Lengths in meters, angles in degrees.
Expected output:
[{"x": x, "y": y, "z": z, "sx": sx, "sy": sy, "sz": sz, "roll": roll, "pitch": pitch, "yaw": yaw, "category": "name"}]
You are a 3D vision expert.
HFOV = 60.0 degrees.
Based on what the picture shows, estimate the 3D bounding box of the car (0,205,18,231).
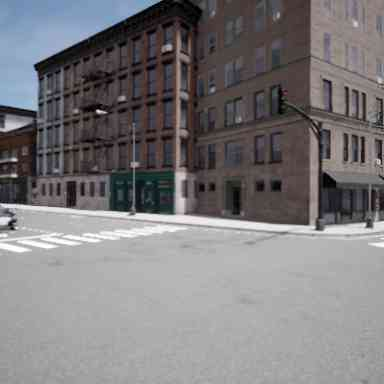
[{"x": -11.081, "y": 1.241, "z": 17.666, "sx": 4.902, "sy": 1.511, "sz": 2.128, "roll": 1, "pitch": 0, "yaw": 38, "category": "car"}]
